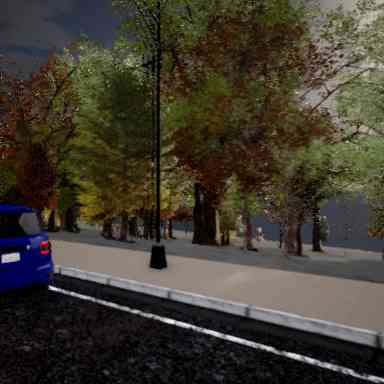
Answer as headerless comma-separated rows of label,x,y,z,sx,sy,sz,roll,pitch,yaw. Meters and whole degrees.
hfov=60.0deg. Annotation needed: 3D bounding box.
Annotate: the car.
car,-5.412,1.263,7.474,5.566,2.045,2.150,0,0,35
